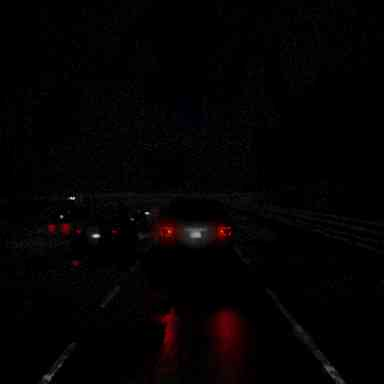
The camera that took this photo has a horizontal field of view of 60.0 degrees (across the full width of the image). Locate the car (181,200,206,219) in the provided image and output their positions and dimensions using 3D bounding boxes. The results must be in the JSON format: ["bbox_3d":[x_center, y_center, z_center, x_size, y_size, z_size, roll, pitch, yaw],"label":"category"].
[{"bbox_3d":[0.110,1.580,30.877,2.128,1.511,4.902,0,0,0],"label":"car"}]

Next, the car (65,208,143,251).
[{"bbox_3d":[-3.496,1.583,14.118,1.994,1.385,4.181,0,0,0],"label":"car"}]

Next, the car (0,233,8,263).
[{"bbox_3d":[-6.897,1.494,8.848,2.128,1.511,4.902,0,0,0],"label":"car"}]

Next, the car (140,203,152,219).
[{"bbox_3d":[-3.491,1.640,27.931,1.994,1.385,4.181,0,0,0],"label":"car"}]

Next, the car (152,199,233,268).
[{"bbox_3d":[0.104,1.232,11.418,2.150,2.045,5.566,0,0,0],"label":"car"}]

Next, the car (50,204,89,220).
[{"bbox_3d":[-10.391,1.680,28.727,1.895,1.301,4.718,0,0,0],"label":"car"}]

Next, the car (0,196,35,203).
[{"bbox_3d":[-20.987,1.453,40.116,2.150,2.045,5.566,0,0,0],"label":"car"}]

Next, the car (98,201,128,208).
[{"bbox_3d":[-6.890,1.560,29.552,1.882,1.535,5.008,0,0,0],"label":"car"}]
